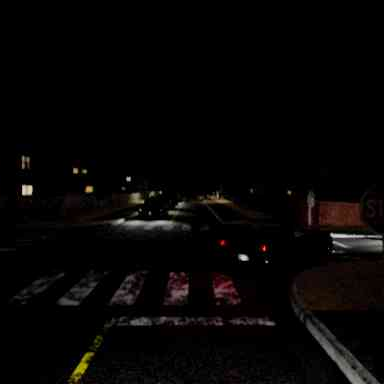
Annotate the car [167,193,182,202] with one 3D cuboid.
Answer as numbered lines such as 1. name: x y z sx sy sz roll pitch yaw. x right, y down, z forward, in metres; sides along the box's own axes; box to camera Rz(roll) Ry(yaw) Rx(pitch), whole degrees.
1. car: -2.799 0.868 55.132 2.128 1.511 4.902 0 0 1

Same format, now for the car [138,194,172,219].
1. car: -2.874 1.189 25.537 1.837 1.490 4.892 0 1 1

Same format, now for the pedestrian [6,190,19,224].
1. pedestrian: -9.628 0.794 17.814 0.375 1.860 0.375 0 -1 0

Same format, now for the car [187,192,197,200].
1. car: 0.006 0.774 66.852 1.837 1.490 4.892 0 1 0

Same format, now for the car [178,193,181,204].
1. car: -2.840 1.004 44.601 1.812 1.442 4.674 0 1 0

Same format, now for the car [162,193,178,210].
1. car: -2.843 0.936 34.559 2.097 1.767 4.553 0 0 0

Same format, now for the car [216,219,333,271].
1. car: 2.860 1.513 10.666 1.895 1.301 4.718 1 0 41
